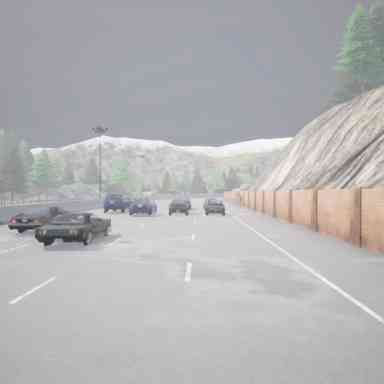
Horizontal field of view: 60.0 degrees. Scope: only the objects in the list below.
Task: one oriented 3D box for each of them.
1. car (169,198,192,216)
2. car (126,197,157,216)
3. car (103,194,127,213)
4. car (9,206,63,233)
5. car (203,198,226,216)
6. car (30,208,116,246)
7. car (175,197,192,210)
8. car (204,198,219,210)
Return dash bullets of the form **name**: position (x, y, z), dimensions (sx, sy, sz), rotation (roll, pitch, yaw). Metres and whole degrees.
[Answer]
- **car**: position (-1.263, 1.504, 33.018), dimensions (1.837, 1.490, 4.892), rotation (0, 0, 1)
- **car**: position (-4.764, 1.352, 32.944), dimensions (2.097, 1.767, 4.553), rotation (0, 0, 1)
- **car**: position (-8.179, 1.221, 36.998), dimensions (2.150, 2.045, 5.566), rotation (0, 0, 1)
- **car**: position (-8.540, 1.547, 19.634), dimensions (2.033, 1.411, 5.357), rotation (0, 0, 1)
- **car**: position (2.234, 1.491, 32.831), dimensions (2.128, 1.511, 4.902), rotation (0, 0, 1)
- **car**: position (-5.130, 1.600, 15.149), dimensions (1.895, 1.301, 4.718), rotation (0, 0, 1)
- **car**: position (-1.050, 1.477, 43.462), dimensions (1.882, 1.535, 5.008), rotation (0, 0, 1)
- **car**: position (2.446, 1.525, 43.277), dimensions (1.812, 1.442, 4.674), rotation (0, 0, 1)
